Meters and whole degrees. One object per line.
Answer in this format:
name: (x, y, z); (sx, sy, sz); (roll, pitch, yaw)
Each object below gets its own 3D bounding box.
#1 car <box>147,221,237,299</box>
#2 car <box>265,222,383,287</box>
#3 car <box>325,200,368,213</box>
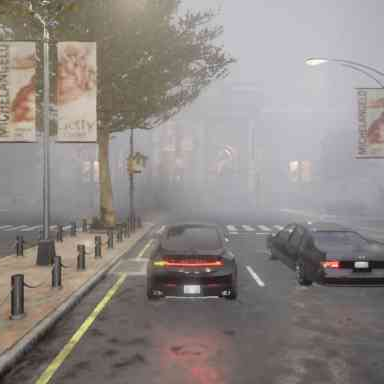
car: (-0.001, 1.505, 8.418); (1.837, 1.490, 4.892); (0, 0, 0)
car: (3.498, 1.547, 9.382); (2.033, 1.411, 5.357); (0, 0, 0)
car: (16.638, 1.564, 36.015); (4.181, 1.385, 1.994); (0, 0, 0)
